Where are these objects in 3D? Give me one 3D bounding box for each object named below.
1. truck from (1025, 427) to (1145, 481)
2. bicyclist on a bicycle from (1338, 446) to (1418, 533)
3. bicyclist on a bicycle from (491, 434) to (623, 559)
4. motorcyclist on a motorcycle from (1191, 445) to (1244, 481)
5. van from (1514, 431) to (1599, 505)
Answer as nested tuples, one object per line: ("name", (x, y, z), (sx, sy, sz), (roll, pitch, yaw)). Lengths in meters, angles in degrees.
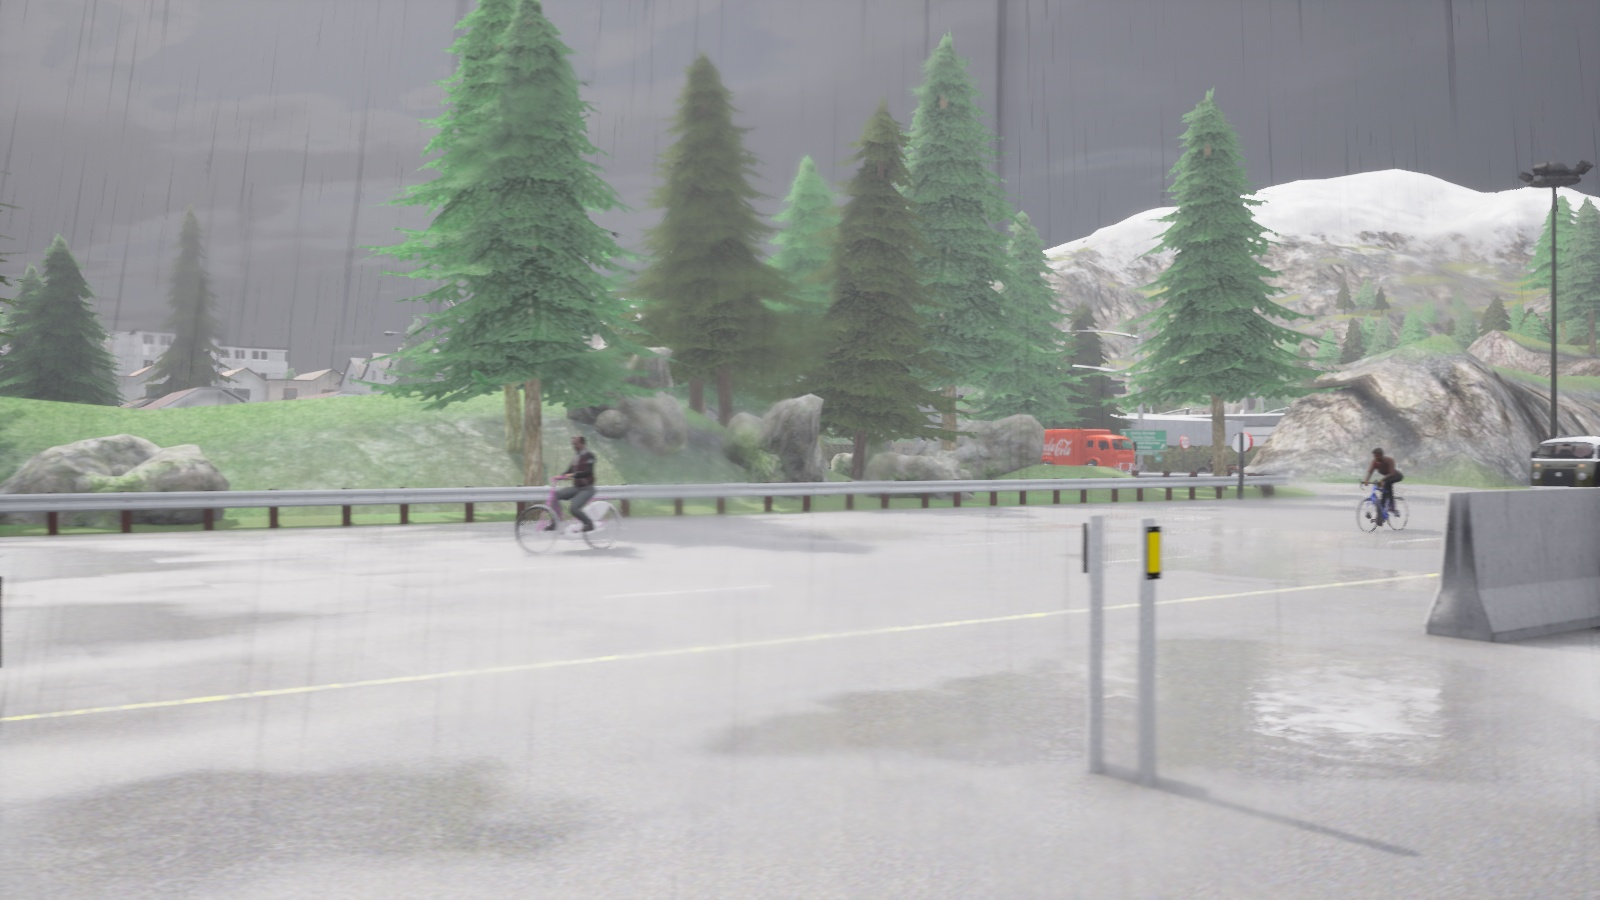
("truck", (13.685, 0.171, 60.603), (2.627, 2.467, 5.204), (0, 1, -35))
("bicyclist on a bicycle", (11.072, 0.733, 24.053), (1.656, 1.620, 0.582), (0, 0, -33))
("bicyclist on a bicycle", (-3.587, 0.669, 18.645), (1.843, 1.776, 0.659), (0, -2, -44))
("motorcyclist on a motorcycle", (19.445, 0.602, 58.495), (0.766, 1.649, 2.350), (0, 0, -35))
("van", (23.118, 0.511, 36.805), (4.480, 2.038, 2.069), (0, 0, -35))
